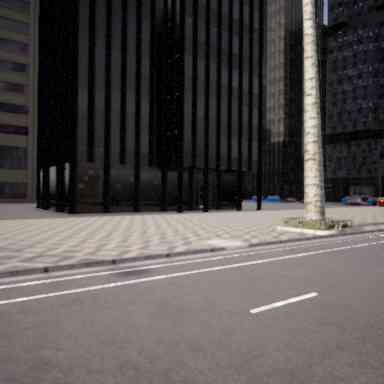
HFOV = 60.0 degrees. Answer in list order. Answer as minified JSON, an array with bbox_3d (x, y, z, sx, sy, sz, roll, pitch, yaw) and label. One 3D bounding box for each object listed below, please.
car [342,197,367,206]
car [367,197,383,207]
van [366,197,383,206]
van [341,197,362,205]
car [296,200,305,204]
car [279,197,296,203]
[{"bbox_3d":[32.383,2.204,65.514,1.802,1.307,4.206,1,-1,-35],"label":"car"},{"bbox_3d":[35.682,1.941,60.893,2.192,1.841,5.009,1,-1,-35],"label":"car"},{"bbox_3d":[39.326,2.076,70.465,1.690,1.788,3.998,1,-1,-35],"label":"van"},{"bbox_3d":[36.030,2.074,75.088,1.690,1.788,3.998,1,-1,-35],"label":"van"},{"bbox_3d":[29.436,2.314,84.332,1.802,1.307,4.206,1,-1,-35],"label":"car"},{"bbox_3d":[26.141,2.314,88.955,1.802,1.307,4.206,1,-1,-35],"label":"car"}]
